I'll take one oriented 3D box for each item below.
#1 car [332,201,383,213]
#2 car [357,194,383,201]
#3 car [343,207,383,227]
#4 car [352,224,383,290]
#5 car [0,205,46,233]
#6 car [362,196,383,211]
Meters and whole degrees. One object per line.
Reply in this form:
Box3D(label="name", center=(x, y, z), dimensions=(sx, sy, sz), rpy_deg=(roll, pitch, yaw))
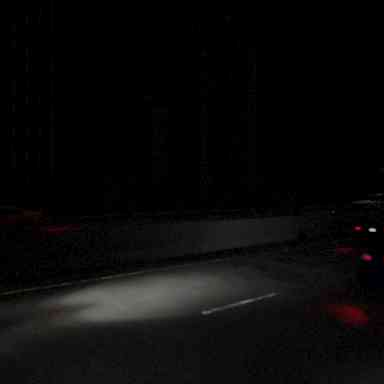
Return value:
Box3D(label="car", center=(13.035, 1.609, 26.187), dimensions=(4.718, 1.301, 1.895), rpy_deg=(0, 0, -35))
Box3D(label="car", center=(18.767, 1.246, 34.569), dimensions=(5.566, 2.045, 2.150), rpy_deg=(0, 0, -35))
Box3D(label="car", center=(9.165, 1.547, 14.583), dimensions=(5.357, 1.411, 2.033), rpy_deg=(0, 0, -35))
Box3D(label="car", center=(5.784, 1.563, 7.872), dimensions=(4.181, 1.385, 1.994), rpy_deg=(0, 0, -36))
Box3D(label="car", center=(-10.616, 1.477, 17.916), dimensions=(5.008, 1.535, 1.882), rpy_deg=(0, 0, -36))
Box3D(label="car", center=(23.915, 1.398, 42.538), dimensions=(4.553, 1.767, 2.097), rpy_deg=(0, 0, -35))
